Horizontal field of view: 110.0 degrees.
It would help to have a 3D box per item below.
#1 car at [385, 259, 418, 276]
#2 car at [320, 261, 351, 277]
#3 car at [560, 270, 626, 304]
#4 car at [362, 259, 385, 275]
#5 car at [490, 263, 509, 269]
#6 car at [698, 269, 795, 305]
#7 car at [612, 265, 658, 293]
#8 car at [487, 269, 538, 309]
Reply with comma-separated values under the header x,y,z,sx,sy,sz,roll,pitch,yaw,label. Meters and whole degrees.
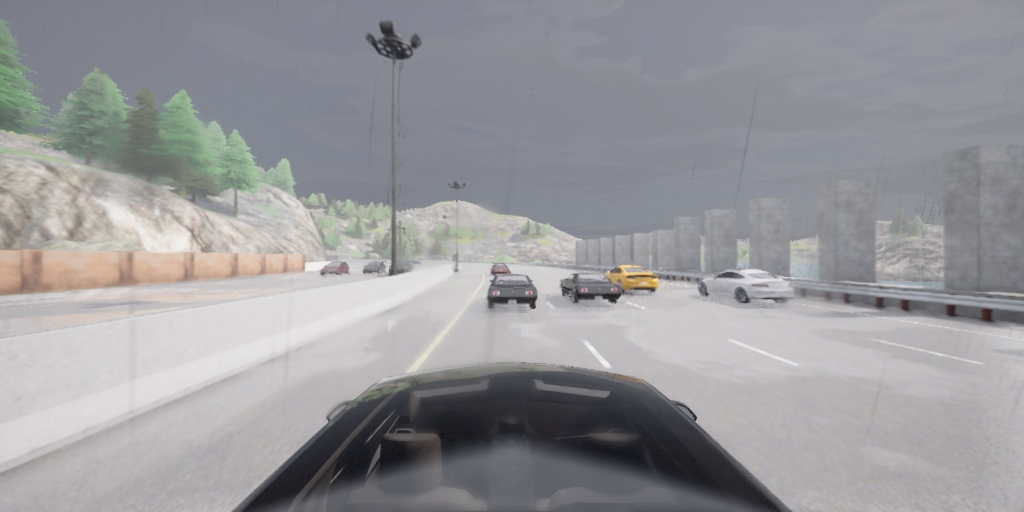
x,y,z,sx,sy,sz,roll,pitch,yaw,label
-12.068,1.239,39.524,2.097,1.767,4.553,0,0,-6,car
-19.010,1.416,38.749,1.812,1.442,4.674,0,0,-6,car
3.432,1.399,16.612,1.895,1.301,4.718,0,0,-1,car
-15.791,1.399,41.454,1.837,1.490,4.892,0,0,-6,car
-1.386,1.445,39.943,1.994,1.385,4.181,0,0,-6,car
10.430,1.317,16.300,1.812,1.442,4.674,0,0,-1,car
6.812,1.288,21.139,1.882,1.535,5.008,0,0,-2,car
-0.038,1.397,15.316,1.895,1.301,4.718,0,0,-1,car
